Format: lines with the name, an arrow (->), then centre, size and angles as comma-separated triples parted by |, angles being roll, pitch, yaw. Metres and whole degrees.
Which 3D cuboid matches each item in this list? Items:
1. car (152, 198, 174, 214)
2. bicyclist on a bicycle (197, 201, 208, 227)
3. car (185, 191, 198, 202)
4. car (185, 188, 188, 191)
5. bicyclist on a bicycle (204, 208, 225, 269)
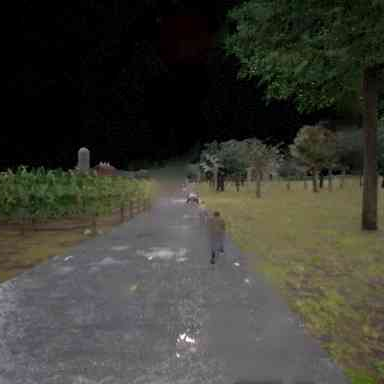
car -> -2.844, 1.367, 33.628 | 1.812, 1.442, 4.674 | 0, 1, 0
bicyclist on a bicycle -> 0.726, 1.359, 20.894 | 0.866, 1.612, 1.509 | 0, 0, 0
car -> 0.103, 0.997, 56.669 | 1.812, 1.442, 4.674 | 0, 1, 0
car -> 0.004, 0.456, 73.710 | 2.097, 1.767, 4.553 | 0, 1, 0
bicyclist on a bicycle -> 0.756, 1.416, 10.050 | 0.582, 1.620, 1.656 | 0, 0, 0
